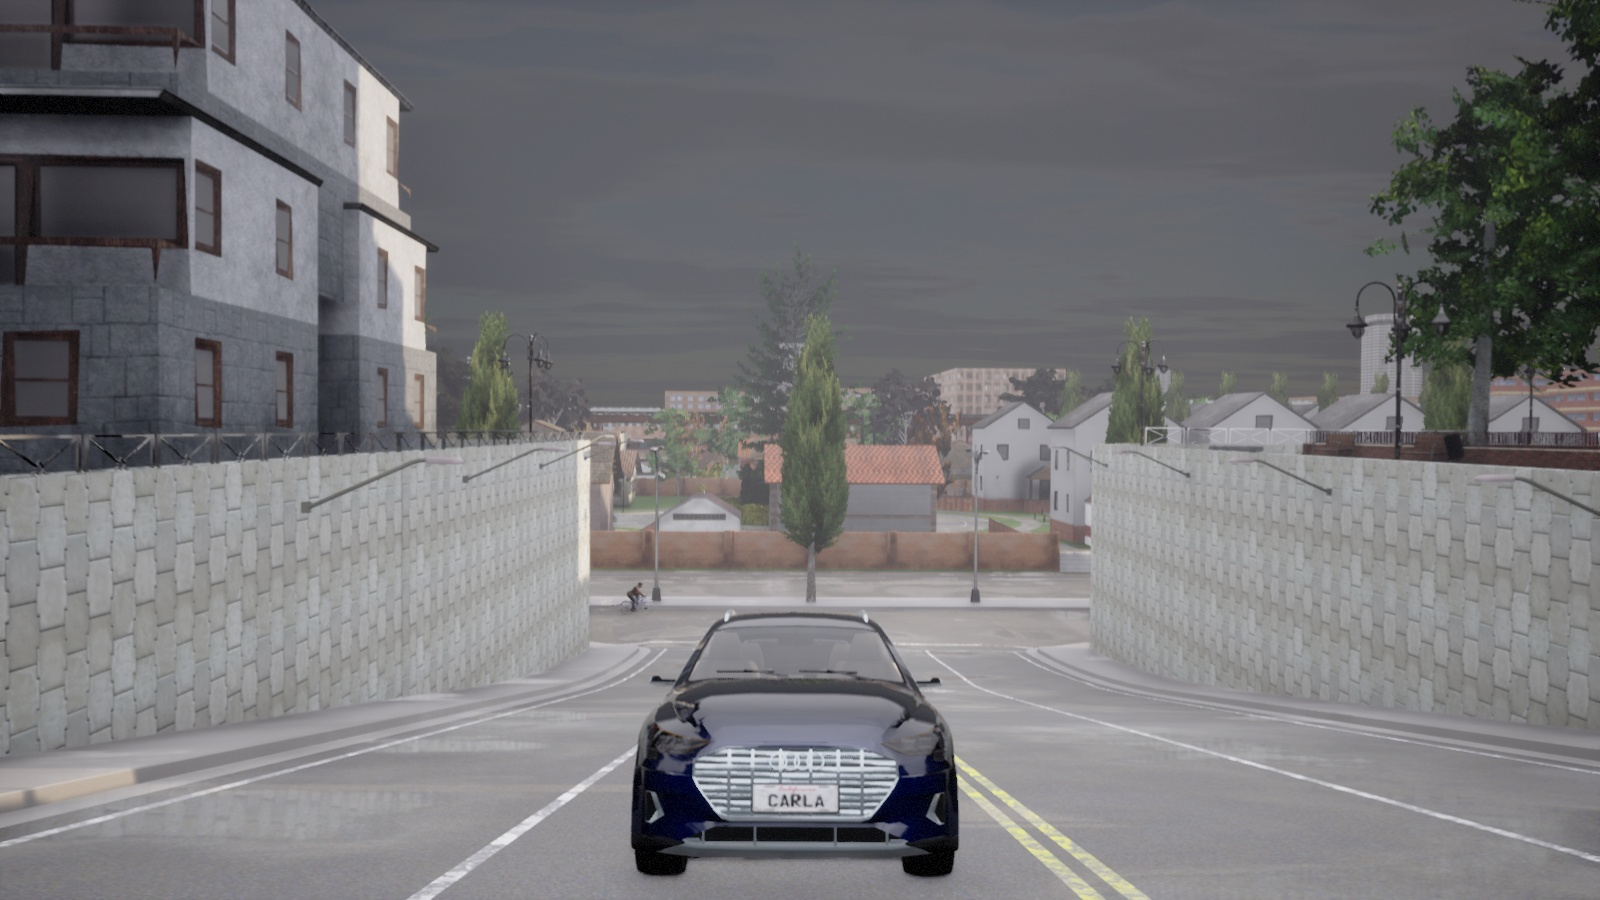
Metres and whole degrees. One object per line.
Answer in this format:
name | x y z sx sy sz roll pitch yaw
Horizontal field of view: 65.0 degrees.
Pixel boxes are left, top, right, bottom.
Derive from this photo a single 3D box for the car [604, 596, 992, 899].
car | -0.017 1.979 9.105 2.033 1.649 4.856 0 -9 0
